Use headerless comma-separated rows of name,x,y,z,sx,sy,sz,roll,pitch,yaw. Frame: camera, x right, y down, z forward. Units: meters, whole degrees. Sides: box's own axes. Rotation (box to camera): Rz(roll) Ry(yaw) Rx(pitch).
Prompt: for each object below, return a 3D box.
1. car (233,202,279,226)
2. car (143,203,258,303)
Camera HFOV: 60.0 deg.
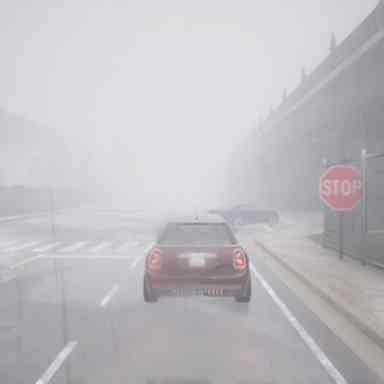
car,3.269,1.367,20.684,5.008,1.535,1.882,0,-1,-35
car,0.100,1.308,8.277,2.097,1.767,4.553,0,0,0
